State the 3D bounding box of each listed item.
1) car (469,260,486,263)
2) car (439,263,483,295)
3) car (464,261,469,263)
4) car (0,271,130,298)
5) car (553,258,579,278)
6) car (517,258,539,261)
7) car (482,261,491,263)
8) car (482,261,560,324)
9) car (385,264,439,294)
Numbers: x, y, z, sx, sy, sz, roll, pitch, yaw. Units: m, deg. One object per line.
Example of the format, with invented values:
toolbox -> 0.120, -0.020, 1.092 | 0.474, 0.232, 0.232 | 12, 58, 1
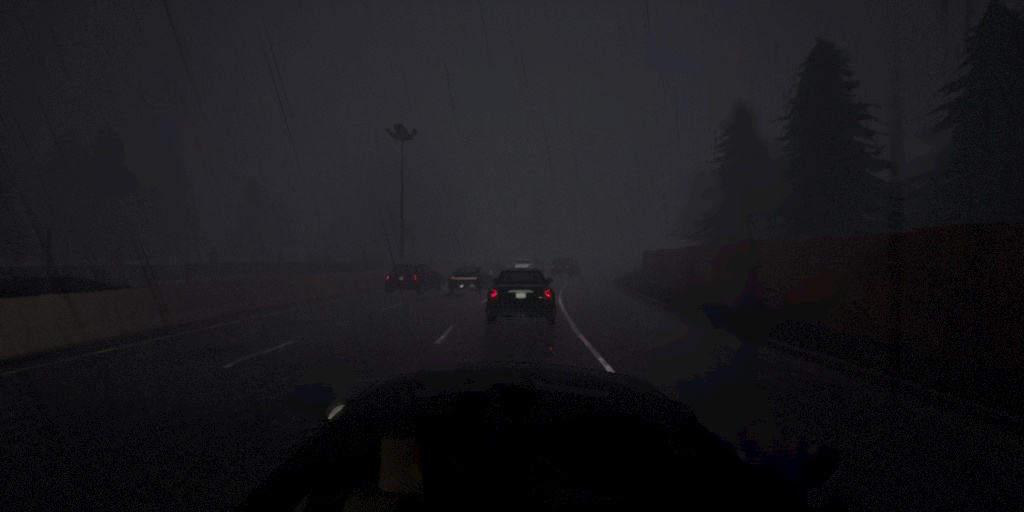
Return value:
car -> -4.454, 1.494, 58.204 | 2.097, 1.767, 4.553 | 0, 0, 29
car -> -2.254, 1.375, 20.930 | 2.128, 1.511, 4.902 | 0, 0, 8
car -> -7.487, 1.647, 59.947 | 2.128, 1.511, 4.902 | 0, 0, 29
car -> -13.942, 1.292, 10.070 | 1.882, 1.535, 5.008 | 0, 0, 2
car -> 5.632, 1.218, 37.887 | 2.150, 2.045, 5.566 | 0, 0, 20
car -> 1.937, 1.221, 37.947 | 2.150, 2.045, 5.566 | 0, 0, 19
car -> -1.409, 1.571, 38.774 | 1.994, 1.385, 4.181 | 0, 0, 19
car -> 0.365, 1.177, 12.513 | 2.097, 1.767, 4.553 | 0, 0, 3
car -> -5.685, 1.241, 21.443 | 2.097, 1.767, 4.553 | 0, 0, 8
